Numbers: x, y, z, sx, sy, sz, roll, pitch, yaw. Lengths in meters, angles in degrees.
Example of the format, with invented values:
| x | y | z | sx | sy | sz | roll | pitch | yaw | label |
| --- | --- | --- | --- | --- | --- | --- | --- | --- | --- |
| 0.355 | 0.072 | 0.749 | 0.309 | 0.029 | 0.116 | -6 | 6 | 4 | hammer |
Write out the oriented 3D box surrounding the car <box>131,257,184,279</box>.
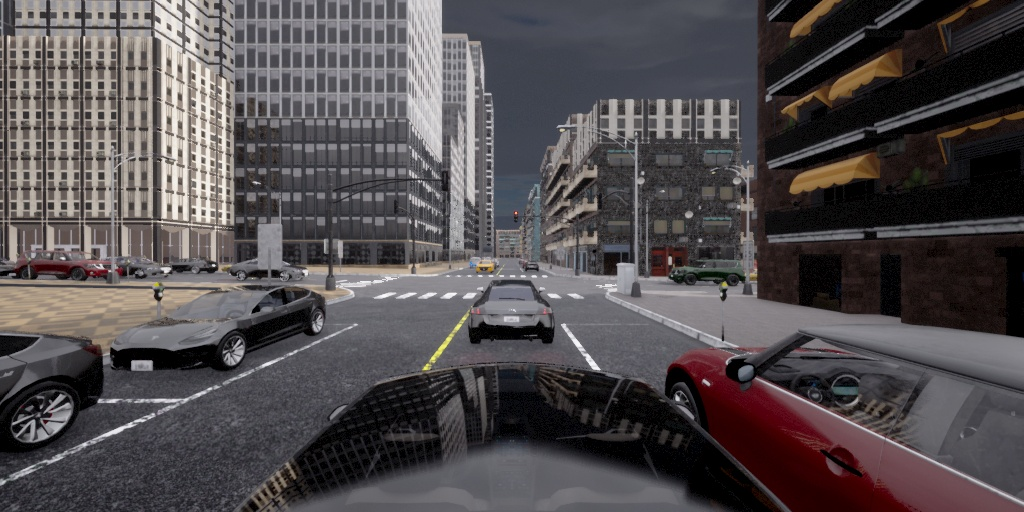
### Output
| x | y | z | sx | sy | sz | roll | pitch | yaw | label |
| --- | --- | --- | --- | --- | --- | --- | --- | --- | --- |
| -26.364 | 0.780 | 24.816 | 4.902 | 1.511 | 2.128 | 1 | 0 | -1 | car |

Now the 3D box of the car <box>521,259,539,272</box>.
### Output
| x | y | z | sx | sy | sz | roll | pitch | yaw | label |
| --- | --- | --- | --- | --- | --- | --- | --- | --- | --- |
| 2.566 | 1.319 | 47.369 | 1.948 | 1.339 | 4.313 | 0 | 0 | 0 | car |

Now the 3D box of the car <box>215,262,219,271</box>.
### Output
| x | y | z | sx | sy | sz | roll | pitch | yaw | label |
| --- | --- | --- | --- | --- | --- | --- | --- | --- | --- |
| -22.122 | 0.880 | 30.753 | 4.829 | 1.417 | 1.751 | 0 | 0 | -1 | car |

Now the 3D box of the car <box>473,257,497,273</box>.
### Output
| x | y | z | sx | sy | sz | roll | pitch | yaw | label |
| --- | --- | --- | --- | --- | --- | --- | --- | --- | --- |
| -3.213 | 1.231 | 43.357 | 1.882 | 1.535 | 5.008 | 0 | 0 | 0 | car |

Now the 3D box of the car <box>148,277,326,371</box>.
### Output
| x | y | z | sx | sy | sz | roll | pitch | yaw | label |
| --- | --- | --- | --- | --- | --- | --- | --- | --- | --- |
| -5.703 | 1.315 | 7.701 | 1.948 | 1.339 | 4.313 | 0 | 0 | 0 | car |

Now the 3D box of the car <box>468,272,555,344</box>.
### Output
| x | y | z | sx | sy | sz | roll | pitch | yaw | label |
| --- | --- | --- | --- | --- | --- | --- | --- | --- | --- |
| -0.017 | 1.314 | 9.634 | 1.994 | 1.385 | 4.181 | 0 | 0 | 0 | car |

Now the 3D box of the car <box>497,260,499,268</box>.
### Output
| x | y | z | sx | sy | sz | roll | pitch | yaw | label |
| --- | --- | --- | --- | --- | --- | --- | --- | --- | --- |
| -3.237 | 1.247 | 53.428 | 2.128 | 1.511 | 4.902 | 0 | 0 | 0 | car |

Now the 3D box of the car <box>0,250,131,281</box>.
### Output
| x | y | z | sx | sy | sz | roll | pitch | yaw | label |
| --- | --- | --- | --- | --- | --- | --- | --- | --- | --- |
| -27.440 | 0.590 | 22.208 | 5.009 | 1.841 | 2.192 | 0 | 0 | -1 | car |

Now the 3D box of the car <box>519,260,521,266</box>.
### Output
| x | y | z | sx | sy | sz | roll | pitch | yaw | label |
| --- | --- | --- | --- | --- | --- | --- | --- | --- | --- |
| 2.538 | 1.301 | 57.336 | 1.888 | 1.381 | 4.507 | 0 | 0 | 0 | car |

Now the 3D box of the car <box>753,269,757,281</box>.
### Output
| x | y | z | sx | sy | sz | roll | pitch | yaw | label |
| --- | --- | --- | --- | --- | --- | --- | --- | --- | --- |
| 21.286 | 1.698 | 31.278 | 4.829 | 1.417 | 1.751 | 0 | 0 | -1 | car |

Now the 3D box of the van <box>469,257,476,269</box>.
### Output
| x | y | z | sx | sy | sz | roll | pitch | yaw | label |
| --- | --- | --- | --- | --- | --- | --- | --- | --- | --- |
| -5.843 | 1.097 | 57.312 | 1.690 | 1.789 | 3.998 | 0 | 0 | 0 | van |

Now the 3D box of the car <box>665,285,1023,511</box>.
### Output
| x | y | z | sx | sy | sz | roll | pitch | yaw | label |
| --- | --- | --- | --- | --- | --- | --- | --- | --- | --- |
| 2.692 | 1.190 | 2.479 | 1.967 | 1.591 | 4.097 | 0 | 0 | 0 | car |

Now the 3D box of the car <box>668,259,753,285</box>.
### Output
| x | y | z | sx | sy | sz | roll | pitch | yaw | label |
| --- | --- | --- | --- | --- | --- | --- | --- | --- | --- |
| 15.509 | 1.290 | 28.602 | 5.566 | 2.045 | 2.150 | 1 | 0 | -1 | car |

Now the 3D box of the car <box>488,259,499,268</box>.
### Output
| x | y | z | sx | sy | sz | roll | pitch | yaw | label |
| --- | --- | --- | --- | --- | --- | --- | --- | --- | --- |
| -3.230 | 1.284 | 63.595 | 1.812 | 1.442 | 4.674 | 0 | 0 | 0 | car |

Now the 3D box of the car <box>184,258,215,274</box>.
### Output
| x | y | z | sx | sy | sz | roll | pitch | yaw | label |
| --- | --- | --- | --- | --- | --- | --- | --- | --- | --- |
| -27.566 | 0.815 | 30.589 | 4.313 | 1.339 | 1.948 | 0 | 0 | -1 | car |

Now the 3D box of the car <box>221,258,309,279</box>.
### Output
| x | y | z | sx | sy | sz | roll | pitch | yaw | label |
| --- | --- | --- | --- | --- | --- | --- | --- | --- | --- |
| -16.791 | 0.959 | 24.954 | 4.902 | 1.511 | 2.128 | 1 | 0 | -1 | car |

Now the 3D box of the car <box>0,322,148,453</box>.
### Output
| x | y | z | sx | sy | sz | roll | pitch | yaw | label |
| --- | --- | --- | --- | --- | --- | --- | --- | --- | --- |
| -5.688 | 1.316 | 2.455 | 1.948 | 1.339 | 4.313 | 0 | 0 | 0 | car |
